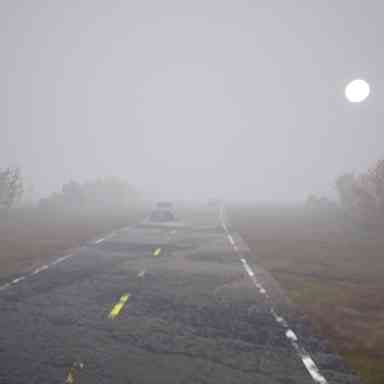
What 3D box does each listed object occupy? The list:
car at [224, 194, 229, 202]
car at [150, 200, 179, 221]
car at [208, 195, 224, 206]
[{"bbox_3d":[6.064,1.463,70.138,1.994,1.385,4.181,0,0,10],"label":"car"},{"bbox_3d":[-2.148,1.464,26.794,1.837,1.490,4.892,0,0,4],"label":"car"},{"bbox_3d":[3.598,1.491,52.997,1.994,1.385,4.181,0,0,7],"label":"car"}]
